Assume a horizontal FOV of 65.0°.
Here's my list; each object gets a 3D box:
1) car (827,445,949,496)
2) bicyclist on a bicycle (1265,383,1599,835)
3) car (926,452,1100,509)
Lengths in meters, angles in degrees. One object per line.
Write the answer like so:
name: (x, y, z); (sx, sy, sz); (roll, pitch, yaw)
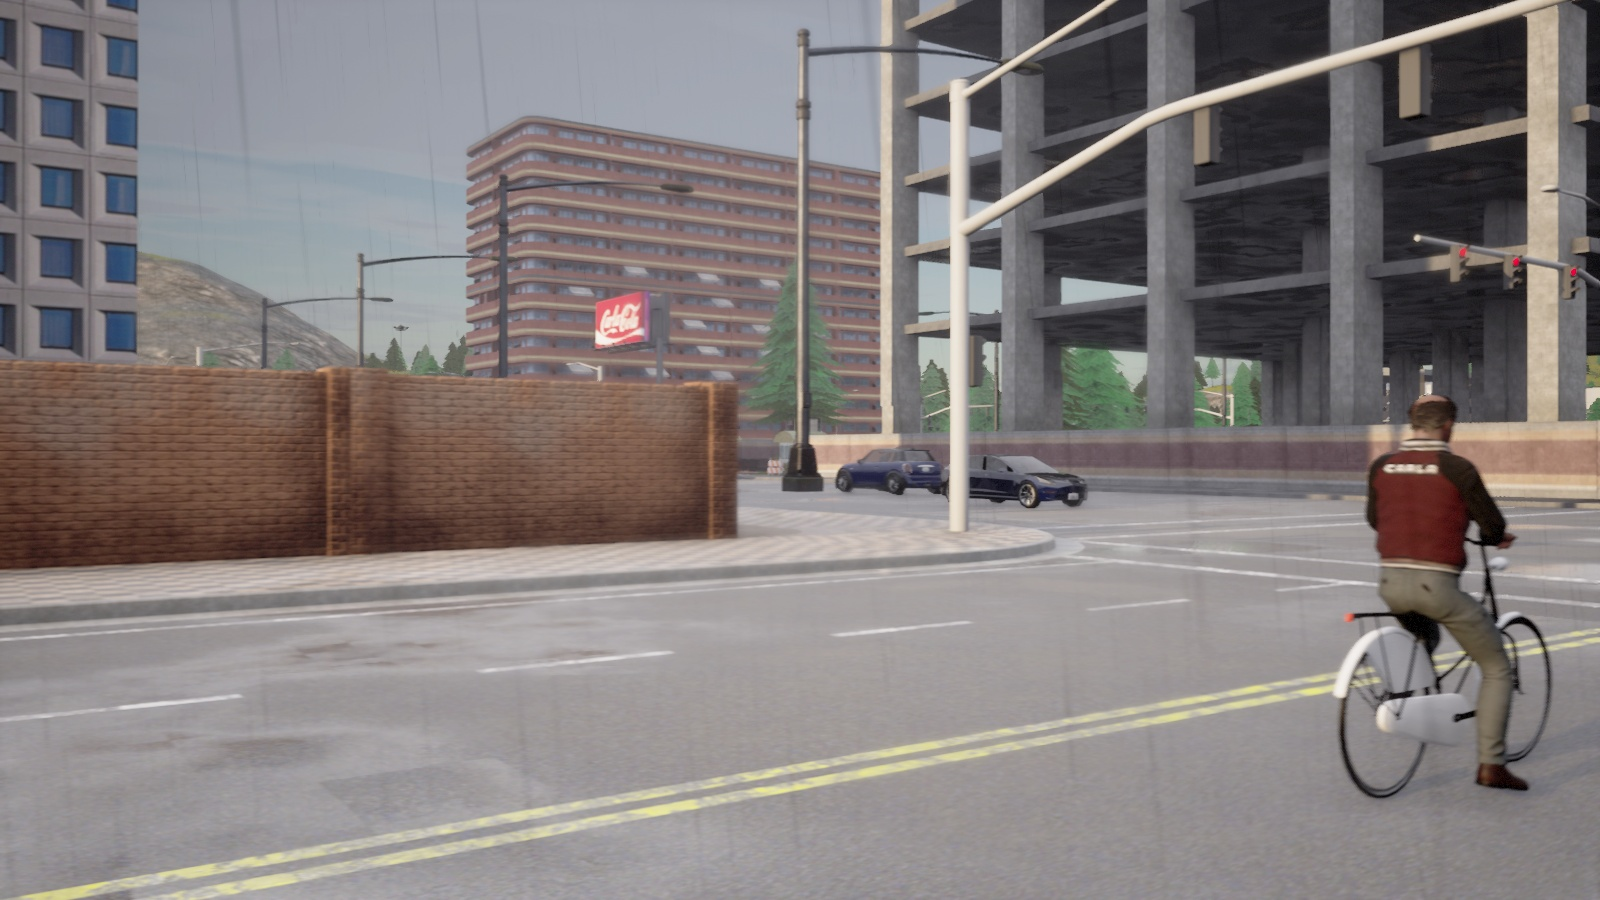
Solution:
car: (3.185, 0.710, 46.199); (2.097, 1.767, 4.553); (0, 0, -34)
bicyclist on a bicycle: (2.978, 0.623, 5.732); (1.843, 1.776, 0.659); (0, 0, -35)
car: (5.990, 0.820, 35.884); (2.163, 1.488, 4.792); (0, 0, -34)
